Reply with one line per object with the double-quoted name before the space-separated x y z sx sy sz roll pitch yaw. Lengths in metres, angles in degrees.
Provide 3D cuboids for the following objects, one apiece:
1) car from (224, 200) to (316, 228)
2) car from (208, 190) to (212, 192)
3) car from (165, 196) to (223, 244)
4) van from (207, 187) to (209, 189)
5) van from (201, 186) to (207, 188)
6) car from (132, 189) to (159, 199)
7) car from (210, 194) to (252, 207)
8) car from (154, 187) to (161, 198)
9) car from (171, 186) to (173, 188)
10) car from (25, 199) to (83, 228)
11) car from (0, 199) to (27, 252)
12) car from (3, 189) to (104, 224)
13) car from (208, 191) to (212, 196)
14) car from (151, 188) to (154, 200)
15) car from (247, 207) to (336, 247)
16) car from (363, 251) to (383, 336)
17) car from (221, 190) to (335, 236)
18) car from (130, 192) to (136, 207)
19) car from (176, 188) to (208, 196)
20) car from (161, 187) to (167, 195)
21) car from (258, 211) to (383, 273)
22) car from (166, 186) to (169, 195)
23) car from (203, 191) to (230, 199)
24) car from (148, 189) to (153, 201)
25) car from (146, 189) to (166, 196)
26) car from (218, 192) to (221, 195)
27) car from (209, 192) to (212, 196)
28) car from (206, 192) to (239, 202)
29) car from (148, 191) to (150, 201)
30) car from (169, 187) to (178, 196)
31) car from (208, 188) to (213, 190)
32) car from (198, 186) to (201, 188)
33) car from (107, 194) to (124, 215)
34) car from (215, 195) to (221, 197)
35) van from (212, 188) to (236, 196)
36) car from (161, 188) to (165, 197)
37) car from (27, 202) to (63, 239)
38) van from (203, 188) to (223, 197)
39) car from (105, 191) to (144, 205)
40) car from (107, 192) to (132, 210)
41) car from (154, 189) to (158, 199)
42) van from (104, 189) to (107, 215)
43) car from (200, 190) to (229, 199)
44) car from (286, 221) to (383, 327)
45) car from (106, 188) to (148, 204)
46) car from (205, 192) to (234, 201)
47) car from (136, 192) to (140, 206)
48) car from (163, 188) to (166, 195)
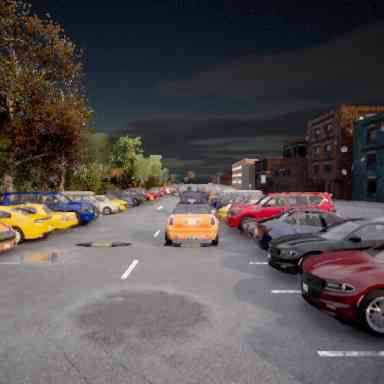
"car" 4.546 1.258 19.923 5.008 1.535 2.097 0 1 0
"car" 4.726 0.881 42.186 5.366 1.575 1.946 0 1 0
"car" 0.000 1.193 14.623 2.097 1.767 4.553 0 -1 0
"van" 4.658 0.562 47.685 4.442 1.987 1.878 0 1 0
"van" 4.657 0.152 70.011 4.442 1.987 1.878 0 1 0
"car" -8.571 0.408 61.651 4.553 1.767 2.185 0 1 0
"car" 4.538 0.973 39.404 4.674 1.452 2.002 0 1 0
"car" -8.511 0.384 56.080 5.566 2.045 2.435 0 1 0
"car" -8.568 -0.245 89.493 5.566 2.045 2.435 0 1 0
"car" -8.725 1.301 17.100 5.366 1.575 1.946 0 1 0
"car" -8.571 1.267 11.405 4.553 1.767 2.185 0 1 0
"car" -8.511 1.007 19.880 5.566 2.045 2.435 0 1 0
"car" 4.546 0.980 36.620 5.008 1.535 2.097 0 1 0
"car" -8.507 0.611 50.511 4.553 1.767 2.185 0 1 0
"car" 4.569 1.421 11.572 4.792 1.488 2.163 0 1 0
"car" 4.537 1.507 3.206 4.674 1.452 2.002 0 0 0
"car" 4.512 1.053 17.136 5.566 2.045 2.435 0 1 0
"car" -8.546 1.027 33.808 4.892 1.521 2.231 0 1 0
"car" 0.000 0.875 29.668 2.150 2.045 5.566 0 1 0
"car" -8.725 0.323 72.666 5.366 1.575 1.946 0 1 0
"car" 4.545 1.425 8.785 5.008 1.535 2.097 0 1 0
"car" -8.567 0.022 75.446 5.566 2.045 2.435 0 1 0
"car" 4.534 0.535 61.667 4.892 1.521 2.231 0 1 0
"car" -8.534 0.786 47.730 5.008 1.535 2.097 0 1 0
"car" -8.508 0.092 78.357 4.553 1.767 2.185 0 1 0
"car" 4.572 1.043 25.361 4.553 1.767 2.185 0 1 0
"car" 4.535 1.027 33.837 5.008 1.535 2.097 0 1 0
"car" 4.570 0.766 50.536 4.792 1.488 2.163 0 1 0
"car" -8.542 0.875 44.946 4.674 1.452 2.002 0 1 0
"car" -3.499 0.240 76.680 2.128 1.511 4.902 0 1 0
"car" 4.572 0.710 44.967 4.553 1.767 2.185 0 1 0
"car" 4.569 0.073 72.794 5.566 2.045 2.435 0 1 0
"car" -8.542 1.160 28.239 4.674 1.452 2.002 0 1 0
"car" 4.355 1.209 22.705 5.366 1.575 1.946 0 1 0
"van" 4.424 0.848 31.051 4.442 1.987 1.878 0 1 0
"car" -8.509 0.459 67.222 4.792 1.488 2.163 0 1 0
"car" -8.534 1.352 14.192 5.008 1.535 2.097 0 1 0
"van" 4.657 0.048 75.452 4.442 1.987 1.878 0 1 0
"car" -8.508 0.758 42.159 4.553 1.767 2.185 0 1 0
"car" -8.545 1.073 31.023 5.008 1.535 2.097 0 1 0
"car" -8.544 0.686 53.298 5.008 1.535 2.097 0 1 0
"van" -8.423 0.986 22.665 4.442 1.987 1.878 0 1 0
"car" 4.355 0.479 64.450 5.366 1.575 1.946 0 1 0
"car" 4.546 1.450 5.995 5.008 1.535 2.097 0 0 0
"car" -8.511 0.681 39.373 5.566 2.045 2.435 0 1 0
"car" 4.538 0.676 56.102 4.674 1.452 2.002 0 1 0
"car" -8.568 1.009 36.590 4.792 1.488 2.163 0 1 0
"car" -8.545 0.376 70.007 5.008 1.535 2.097 0 1 0
